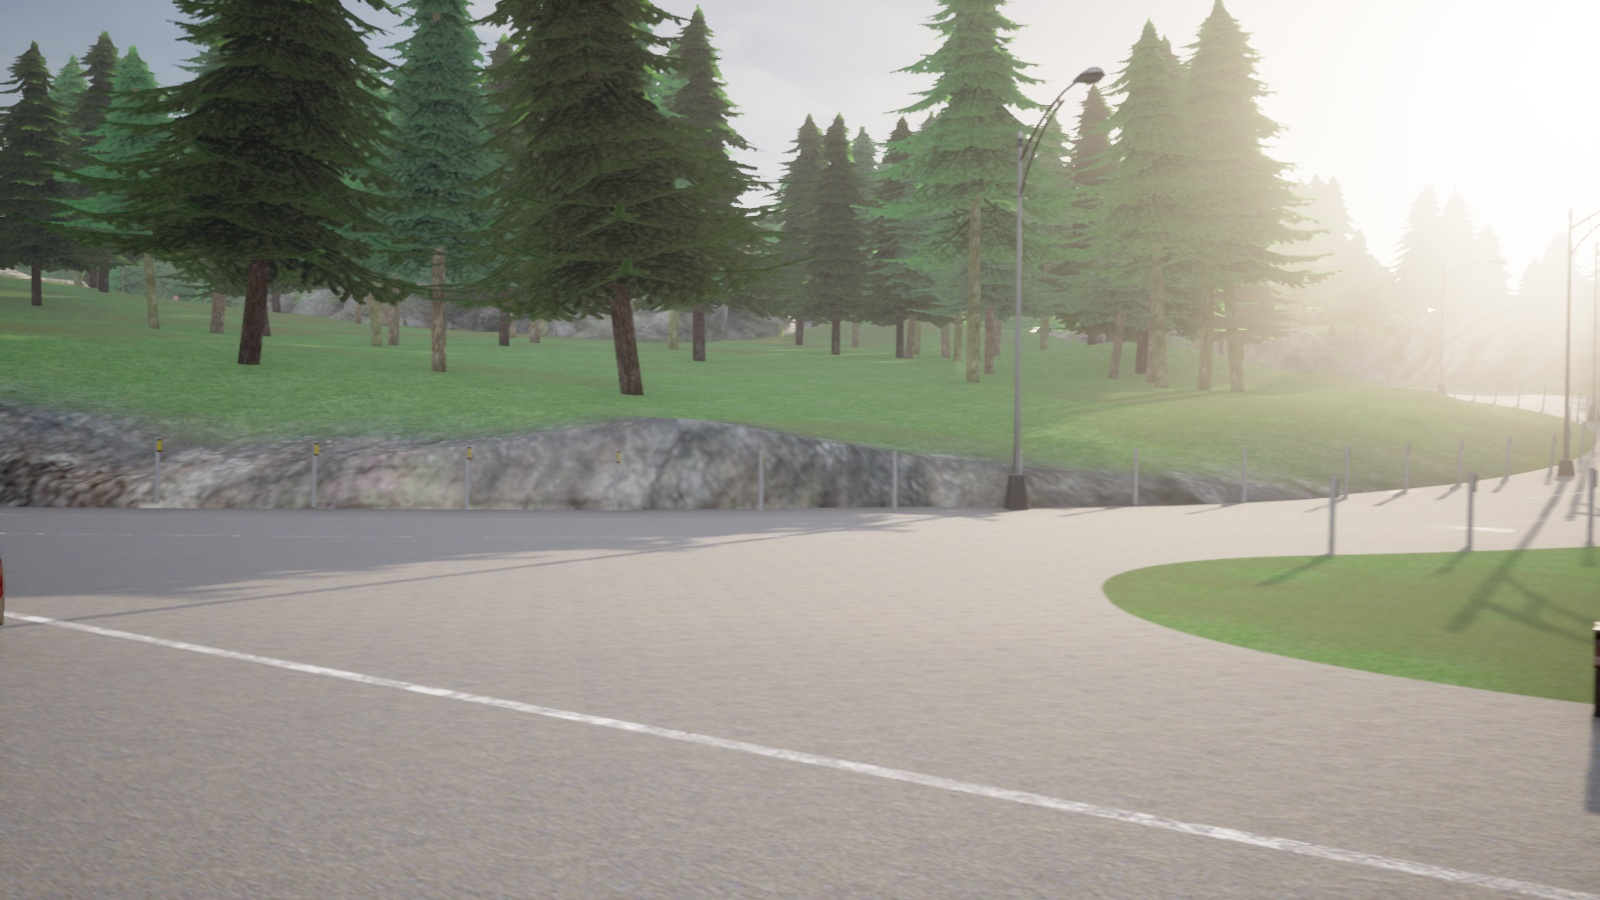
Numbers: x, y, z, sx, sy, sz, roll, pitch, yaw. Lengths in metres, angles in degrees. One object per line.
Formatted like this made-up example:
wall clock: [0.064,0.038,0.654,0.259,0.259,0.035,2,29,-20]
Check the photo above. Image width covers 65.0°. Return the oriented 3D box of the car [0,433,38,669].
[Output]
car: [-7.034,0.647,8.296,3.806,1.475,1.970,0,1,34]
